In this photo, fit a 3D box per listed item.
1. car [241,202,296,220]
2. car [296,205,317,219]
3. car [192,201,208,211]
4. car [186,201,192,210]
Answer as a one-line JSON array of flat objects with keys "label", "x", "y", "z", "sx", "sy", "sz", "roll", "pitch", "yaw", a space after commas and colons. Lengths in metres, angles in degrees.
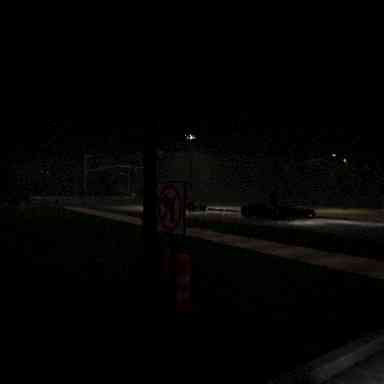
[{"label": "car", "x": 6.700, "y": 1.708, "z": 30.701, "sx": 1.882, "sy": 1.535, "sz": 5.008, "roll": 1, "pitch": 0, "yaw": -35}, {"label": "car", "x": 9.696, "y": 1.865, "z": 32.517, "sx": 1.895, "sy": 1.301, "sz": 4.718, "roll": 1, "pitch": 0, "yaw": -35}, {"label": "car", "x": 0.092, "y": 1.934, "z": 46.444, "sx": 1.895, "sy": 1.301, "sz": 4.718, "roll": 1, "pitch": 0, "yaw": -35}, {"label": "car", "x": -2.770, "y": 1.475, "z": 44.438, "sx": 2.150, "sy": 2.045, "sz": 5.566, "roll": 1, "pitch": 0, "yaw": -35}]
